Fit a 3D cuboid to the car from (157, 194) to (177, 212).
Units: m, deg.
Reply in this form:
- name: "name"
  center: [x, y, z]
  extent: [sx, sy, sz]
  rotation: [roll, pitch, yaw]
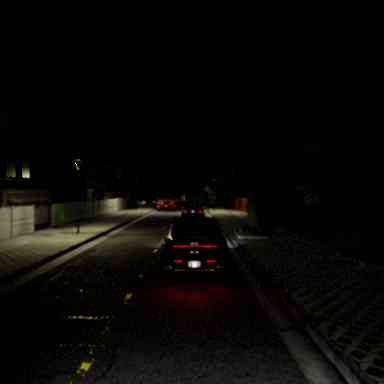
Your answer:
- name: "car"
  center: [-2.999, 1.236, 40.213]
  extent: [2.150, 2.045, 5.566]
  rotation: [0, 0, -1]

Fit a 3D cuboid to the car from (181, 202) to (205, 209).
- name: "car"
  center: [0.083, 1.556, 27.999]
  extent: [2.033, 1.411, 5.357]
  rotation: [0, 0, 0]

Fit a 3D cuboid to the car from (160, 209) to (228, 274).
- name: "car"
  center: [0.073, 1.511, 10.604]
  extent: [1.837, 1.490, 4.892]
  rotation: [0, 0, 0]
